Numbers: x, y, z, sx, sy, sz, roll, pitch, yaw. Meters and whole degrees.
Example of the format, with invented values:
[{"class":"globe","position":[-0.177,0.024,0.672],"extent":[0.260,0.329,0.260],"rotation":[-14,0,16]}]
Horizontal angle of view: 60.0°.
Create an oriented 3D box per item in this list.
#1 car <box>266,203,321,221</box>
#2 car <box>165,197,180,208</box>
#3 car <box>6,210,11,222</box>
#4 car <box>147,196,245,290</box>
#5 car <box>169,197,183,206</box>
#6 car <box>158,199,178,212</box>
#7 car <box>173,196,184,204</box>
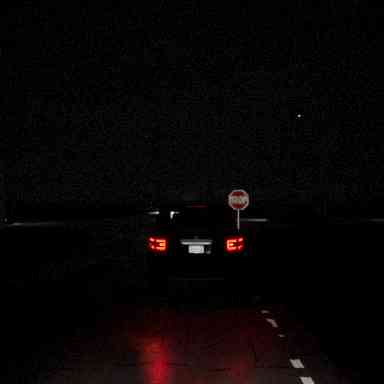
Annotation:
[{"class":"car","position":[8.140,1.575,26.855],"extent":[4.181,1.385,1.994],"rotation":[0,-1,5]},{"class":"car","position":[-2.835,1.513,48.923],"extent":[1.882,1.535,5.008],"rotation":[0,0,0]},{"class":"car","position":[-15.424,1.424,23.602],"extent":[4.553,1.767,2.097],"rotation":[0,-1,-2]},{"class":"car","position":[0.098,1.225,9.238],"extent":[2.150,2.045,5.566],"rotation":[0,0,0]},{"class":"car","position":[-2.788,1.592,58.686],"extent":[2.033,1.411,5.357],"rotation":[0,0,1]},{"class":"car","position":[-2.839,1.590,40.091],"extent":[1.994,1.385,4.181],"rotation":[0,0,0]},{"class":"car","position":[-2.761,1.599,69.177],"extent":[2.033,1.411,5.357],"rotation":[0,0,0]}]
